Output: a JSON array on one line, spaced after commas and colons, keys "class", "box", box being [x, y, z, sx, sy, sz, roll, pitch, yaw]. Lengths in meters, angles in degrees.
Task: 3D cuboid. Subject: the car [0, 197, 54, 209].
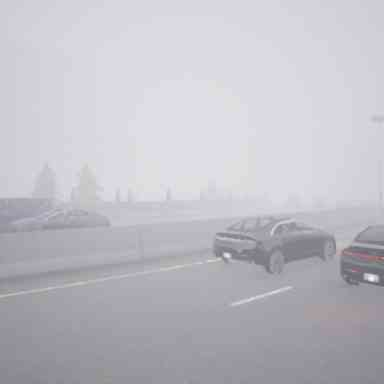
[{"class": "car", "box": [-10.292, 1.324, 18.266, 5.566, 2.045, 2.150, 0, 0, -38]}]

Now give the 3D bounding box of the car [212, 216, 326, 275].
[{"class": "car", "box": [2.827, 1.539, 10.737, 4.902, 1.511, 2.128, 0, 0, -40]}]

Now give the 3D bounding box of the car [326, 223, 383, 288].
[{"class": "car", "box": [5.577, 1.537, 8.491, 4.892, 1.490, 1.837, 0, 0, -40]}]

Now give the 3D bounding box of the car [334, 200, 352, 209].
[{"class": "car", "box": [19.399, 1.697, 42.480, 1.812, 1.442, 4.674, 0, 0, 28]}]

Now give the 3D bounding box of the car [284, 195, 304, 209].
[{"class": "car", "box": [15.288, 1.432, 49.668, 2.150, 2.045, 5.566, 0, 0, 26]}]

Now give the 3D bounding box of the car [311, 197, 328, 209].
[{"class": "car", "box": [18.864, 1.556, 49.168, 2.097, 1.767, 4.553, 0, 0, 25]}]

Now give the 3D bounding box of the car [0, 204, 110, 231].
[{"class": "car", "box": [-6.588, 1.582, 16.804, 4.902, 1.511, 2.128, 0, 0, -39]}]

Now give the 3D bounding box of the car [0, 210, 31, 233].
[{"class": "car", "box": [-8.336, 1.558, 11.086, 4.902, 1.511, 2.128, 0, 0, -36]}]
